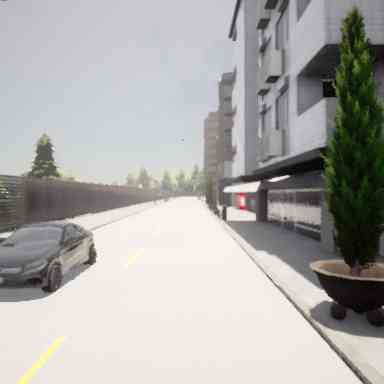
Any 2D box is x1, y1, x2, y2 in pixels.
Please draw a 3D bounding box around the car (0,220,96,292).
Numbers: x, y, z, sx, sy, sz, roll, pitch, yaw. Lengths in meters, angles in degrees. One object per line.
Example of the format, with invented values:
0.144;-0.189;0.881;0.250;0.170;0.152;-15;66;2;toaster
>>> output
-3.998;1.554;9.124;1.812;1.442;4.674;0;0;0;car
